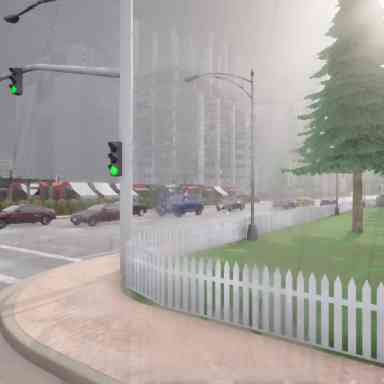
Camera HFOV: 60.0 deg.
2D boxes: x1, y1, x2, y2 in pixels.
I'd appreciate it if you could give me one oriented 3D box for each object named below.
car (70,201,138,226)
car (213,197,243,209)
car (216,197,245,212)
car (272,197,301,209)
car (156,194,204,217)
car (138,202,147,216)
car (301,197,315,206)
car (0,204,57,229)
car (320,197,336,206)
[{"bbox_3d":[-6.290,1.526,23.444,1.812,1.442,4.674,0,0,34],"label":"car"},{"bbox_3d":[5.162,1.492,46.685,2.128,1.511,4.902,0,0,34],"label":"car"},{"bbox_3d":[4.650,1.492,39.707,2.128,1.511,4.902,0,0,34],"label":"car"},{"bbox_3d":[12.454,1.547,44.709,2.033,1.411,5.357,0,0,34],"label":"car"},{"bbox_3d":[-0.982,1.221,31.365,2.150,2.045,5.566,0,0,34],"label":"car"},{"bbox_3d":[-6.188,1.478,29.900,1.882,1.535,5.008,0,0,34],"label":"car"},{"bbox_3d":[18.251,1.478,53.319,1.882,1.535,5.008,0,0,34],"label":"car"},{"bbox_3d":[-11.405,1.526,22.152,1.812,1.442,4.674,0,0,36],"label":"car"},{"bbox_3d":[21.082,1.526,51.258,1.812,1.442,4.674,0,0,34],"label":"car"}]
